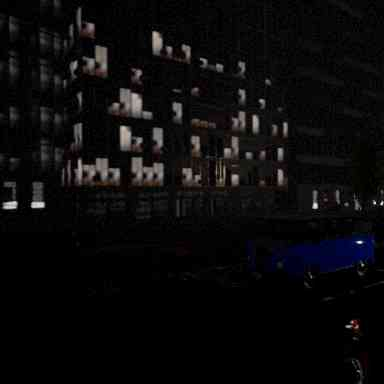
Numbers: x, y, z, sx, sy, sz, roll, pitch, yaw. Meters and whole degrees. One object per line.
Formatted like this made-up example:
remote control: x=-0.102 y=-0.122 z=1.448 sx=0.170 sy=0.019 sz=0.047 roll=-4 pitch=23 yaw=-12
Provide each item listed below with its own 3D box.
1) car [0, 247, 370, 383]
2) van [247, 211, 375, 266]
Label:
car: x=-0.100 y=1.581 z=3.294 sx=4.181 sy=1.385 sz=1.994 roll=1 pitch=0 yaw=-35
van: x=3.201 y=1.417 z=8.859 sx=3.998 sy=1.788 sz=1.690 roll=1 pitch=-1 yaw=-35
